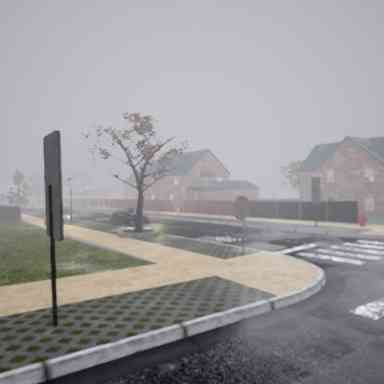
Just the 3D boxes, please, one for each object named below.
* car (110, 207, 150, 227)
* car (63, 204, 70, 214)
[{"bbox_3d":[-5.051,1.948,26.866,1.994,1.385,4.181,-2,0,-36],"label":"car"},{"bbox_3d":[-17.923,2.319,44.869,1.895,1.301,4.718,-2,0,-35],"label":"car"}]
